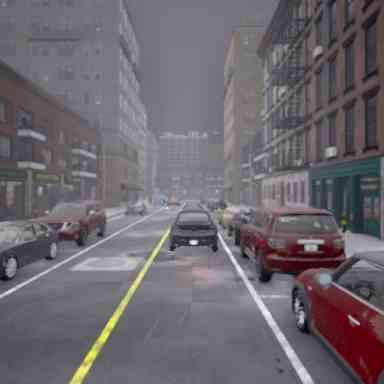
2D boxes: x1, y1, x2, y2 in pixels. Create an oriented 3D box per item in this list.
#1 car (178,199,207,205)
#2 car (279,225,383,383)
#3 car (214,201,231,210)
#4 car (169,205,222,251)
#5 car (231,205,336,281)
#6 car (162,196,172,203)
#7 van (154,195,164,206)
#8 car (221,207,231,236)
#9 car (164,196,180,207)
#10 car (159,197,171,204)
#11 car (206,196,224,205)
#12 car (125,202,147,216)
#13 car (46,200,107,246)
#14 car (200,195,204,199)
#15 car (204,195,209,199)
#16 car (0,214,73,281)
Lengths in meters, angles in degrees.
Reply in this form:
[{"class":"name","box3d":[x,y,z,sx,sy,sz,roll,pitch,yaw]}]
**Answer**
[{"class":"car","box3d":[0.084,1.589,29.742,1.994,1.385,4.181,0,0,0]},{"class":"car","box3d":[2.639,1.444,4.105,1.967,1.590,4.097,0,0,0]},{"class":"car","box3d":[2.644,1.543,21.261,1.752,1.417,4.829,0,0,0]},{"class":"car","box3d":[0.077,1.519,14.226,1.837,1.490,4.892,0,0,0]},{"class":"car","box3d":[2.640,1.323,9.767,2.192,1.841,5.009,0,0,0]},{"class":"car","box3d":[-5.366,1.631,72.050,1.947,1.339,4.313,0,0,0]},{"class":"van","box3d":[-5.371,1.390,55.065,1.690,1.788,3.998,0,0,0]},{"class":"car","box3d":[2.642,1.579,15.429,1.947,1.339,4.313,0,0,0]},{"class":"car","box3d":[-2.813,1.523,51.554,1.882,1.535,5.008,0,0,0]},{"class":"car","box3d":[-5.368,1.611,66.388,2.008,1.369,4.403,0,0,0]},{"class":"car","box3d":[3.032,1.537,39.111,1.837,1.490,4.892,0,0,0]},{"class":"car","box3d":[-5.378,1.610,32.418,1.802,1.307,4.206,0,0,0]},{"class":"car","box3d":[-5.383,1.329,15.432,2.192,1.841,5.009,0,0,0]},{"class":"car","box3d":[2.655,1.620,60.724,1.947,1.339,4.313,0,0,0]},{"class":"car","box3d":[3.028,1.517,46.112,1.882,1.535,5.008,0,0,0]},{"class":"car","box3d":[-5.385,1.559,9.770,2.008,1.369,4.403,0,0,0]}]
